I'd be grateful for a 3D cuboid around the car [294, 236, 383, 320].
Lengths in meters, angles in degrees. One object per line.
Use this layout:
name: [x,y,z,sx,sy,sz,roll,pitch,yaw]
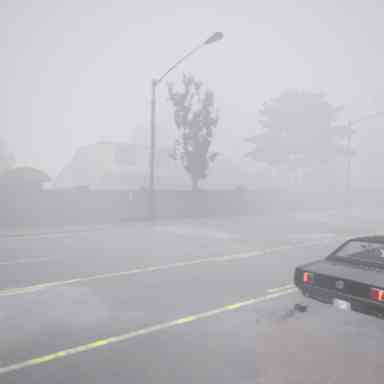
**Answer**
car: [4.301,1.570,6.813,4.718,1.301,1.895,0,0,-36]
